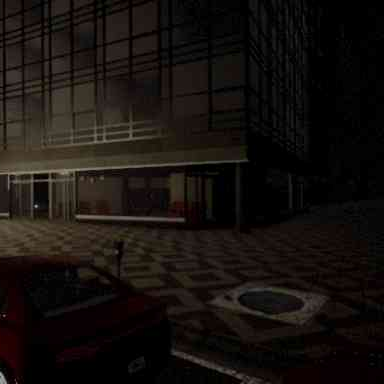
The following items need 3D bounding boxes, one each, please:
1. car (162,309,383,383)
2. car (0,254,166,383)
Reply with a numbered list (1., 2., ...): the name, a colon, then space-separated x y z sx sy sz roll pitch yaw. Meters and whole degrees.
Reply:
1. car: 2.093 1.441 1.365 4.097 1.590 1.967 0 -1 35
2. car: -2.353 1.544 4.533 4.507 1.381 1.887 0 -1 35
